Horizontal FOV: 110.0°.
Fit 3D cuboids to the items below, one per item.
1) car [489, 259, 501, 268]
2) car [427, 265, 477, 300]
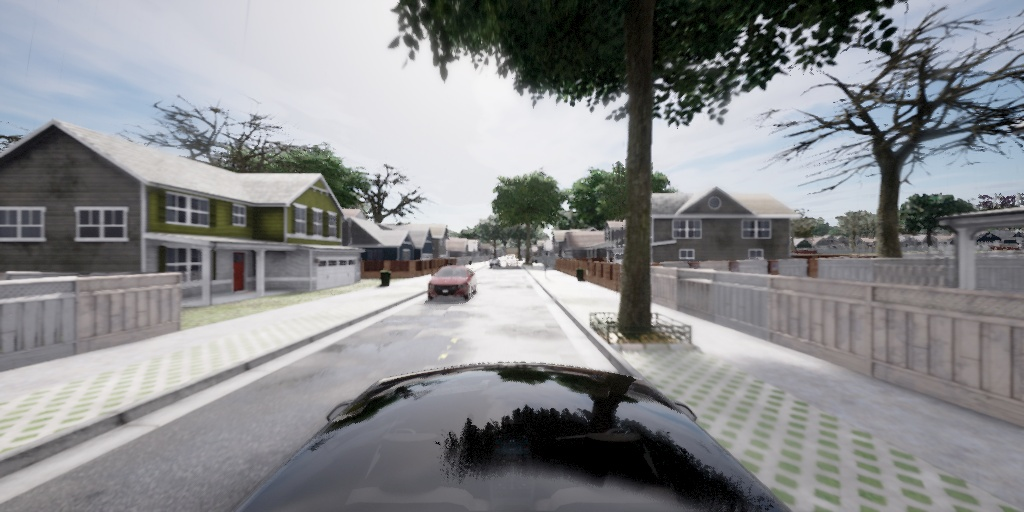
[{"bbox_3d":[-2.775,1.197,59.713,2.033,1.411,5.357,0,0,1],"label":"car"},{"bbox_3d":[-2.846,1.227,17.813,1.882,1.535,5.008,0,0,0],"label":"car"}]
